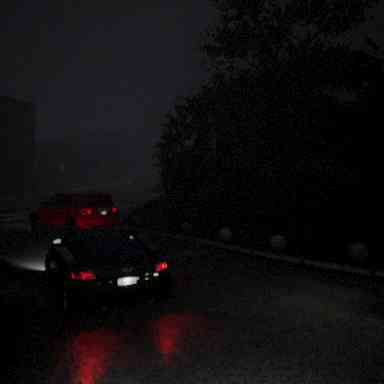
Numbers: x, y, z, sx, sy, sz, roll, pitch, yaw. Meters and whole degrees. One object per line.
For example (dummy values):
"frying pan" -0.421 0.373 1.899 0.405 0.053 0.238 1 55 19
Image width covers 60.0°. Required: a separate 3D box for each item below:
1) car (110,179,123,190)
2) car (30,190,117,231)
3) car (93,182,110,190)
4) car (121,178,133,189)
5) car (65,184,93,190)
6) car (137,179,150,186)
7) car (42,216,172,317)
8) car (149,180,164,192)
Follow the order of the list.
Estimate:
"car" -15.609 -1.158 63.052 1.946 1.575 5.366 0 4 14
"car" -6.206 1.056 17.263 5.566 2.045 2.150 0 0 39
"car" -16.946 -0.780 57.705 1.946 1.575 5.366 0 4 14
"car" -14.203 -1.804 68.657 2.435 2.045 5.566 0 4 14
"car" -18.292 -0.399 52.362 1.946 1.575 5.366 0 4 14
"car" -11.531 -2.280 79.368 2.163 1.488 4.792 0 4 14
"car" -2.066 1.492 7.511 1.994 1.385 4.181 0 1 -28
"car" -5.152 -0.752 56.229 1.837 1.490 4.892 0 5 14
